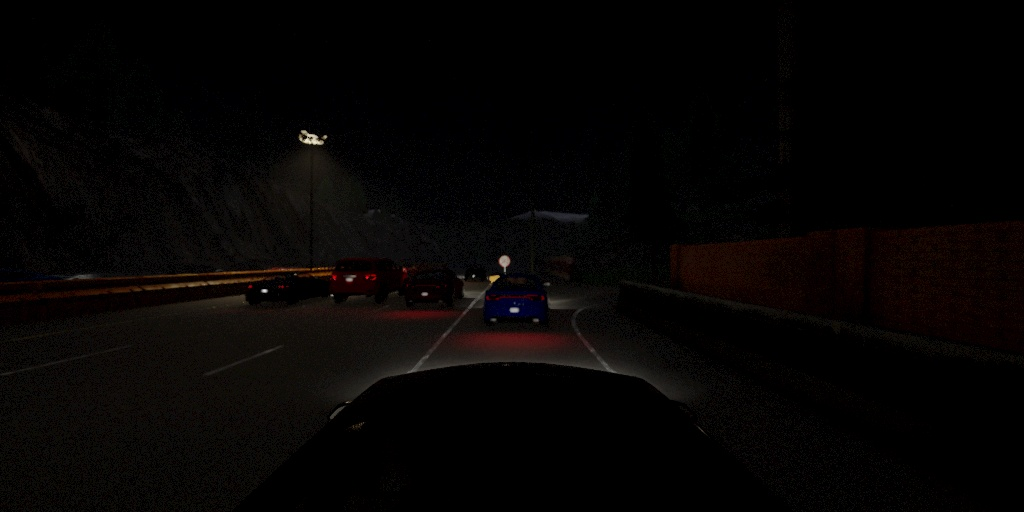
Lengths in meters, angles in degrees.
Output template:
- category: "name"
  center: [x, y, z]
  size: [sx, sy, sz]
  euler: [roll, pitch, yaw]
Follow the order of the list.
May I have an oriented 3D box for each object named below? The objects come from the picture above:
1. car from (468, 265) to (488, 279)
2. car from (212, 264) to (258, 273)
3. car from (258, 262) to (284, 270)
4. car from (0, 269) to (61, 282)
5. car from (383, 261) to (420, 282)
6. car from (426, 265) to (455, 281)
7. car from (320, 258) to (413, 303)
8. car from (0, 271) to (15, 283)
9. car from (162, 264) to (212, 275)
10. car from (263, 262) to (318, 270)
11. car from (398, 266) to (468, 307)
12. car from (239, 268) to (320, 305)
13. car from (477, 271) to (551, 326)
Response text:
- category: "car"
  center: [-3.406, 1.560, 34.438]
  size: [1.837, 1.490, 4.892]
  euler: [0, -1, 0]
- category: "car"
  center: [-28.101, 1.587, 37.373]
  size: [1.837, 1.490, 4.892]
  euler: [0, 0, 0]
- category: "car"
  center: [-24.617, 1.450, 38.827]
  size: [2.097, 1.767, 4.553]
  euler: [0, -1, -1]
- category: "car"
  center: [-24.604, 1.368, 16.711]
  size: [1.882, 1.535, 5.008]
  euler: [0, -1, 0]
- category: "car"
  center: [-10.406, 1.404, 34.061]
  size: [2.097, 1.767, 4.553]
  euler: [0, -1, 0]
- category: "car"
  center: [-6.906, 1.624, 35.025]
  size: [1.994, 1.385, 4.181]
  euler: [0, -1, 0]
- category: "car"
  center: [-6.901, 1.122, 17.903]
  size: [2.150, 2.045, 5.566]
  euler: [0, -1, 0]
- category: "car"
  center: [-21.124, 1.391, 11.744]
  size: [2.033, 1.411, 5.357]
  euler: [0, -1, 0]
- category: "car"
  center: [-31.606, 1.565, 35.260]
  size: [1.837, 1.490, 4.892]
  euler: [0, 0, 0]
- category: "car"
  center: [-21.091, 1.607, 34.889]
  size: [2.033, 1.411, 5.357]
  euler: [0, -1, 0]
- category: "car"
  center: [-3.403, 1.365, 16.460]
  size: [1.882, 1.535, 5.008]
  euler: [0, -1, 0]
- category: "car"
  center: [-10.403, 1.457, 17.076]
  size: [1.994, 1.385, 4.181]
  euler: [0, -1, 0]
- category: "car"
  center: [0.278, 1.325, 12.160]
  size: [1.882, 1.535, 5.008]
  euler: [0, 0, 5]
